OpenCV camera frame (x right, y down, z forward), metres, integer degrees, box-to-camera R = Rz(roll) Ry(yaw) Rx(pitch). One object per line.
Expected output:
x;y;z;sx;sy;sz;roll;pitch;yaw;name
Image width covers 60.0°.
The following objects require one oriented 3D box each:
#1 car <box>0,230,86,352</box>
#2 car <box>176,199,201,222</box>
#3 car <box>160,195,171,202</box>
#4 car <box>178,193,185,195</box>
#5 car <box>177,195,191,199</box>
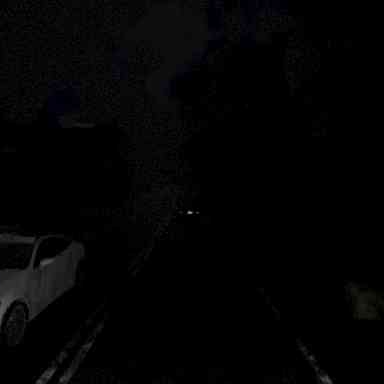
-3.397;1.521;6.272;1.812;1.442;4.674;0;0;0;car
-0.254;1.506;25.970;2.033;1.411;5.357;0;0;-1;car
-5.149;1.236;65.248;2.033;1.411;5.357;0;1;-3;car
-2.443;0.948;75.106;1.895;1.301;4.718;0;1;-3;car
-0.834;1.440;44.745;2.033;1.411;5.357;0;0;-2;car
